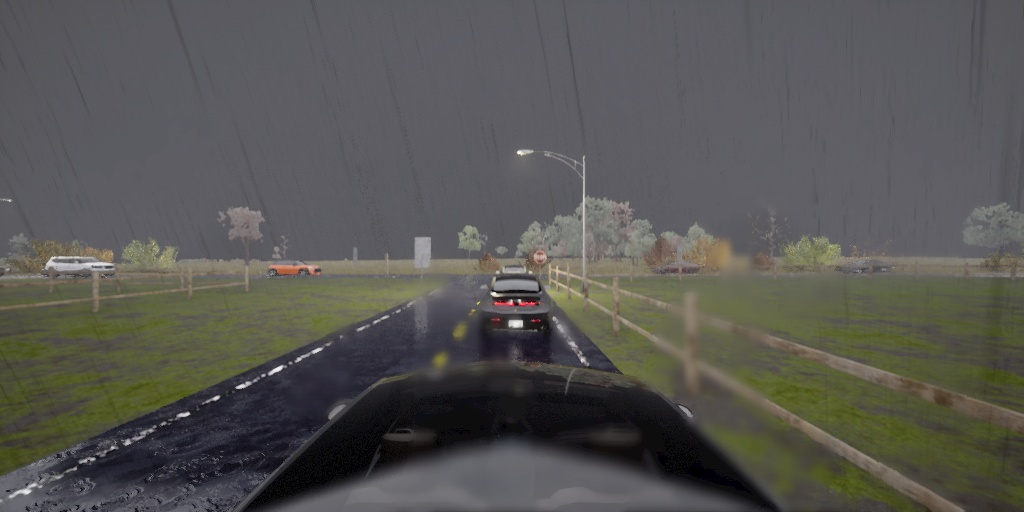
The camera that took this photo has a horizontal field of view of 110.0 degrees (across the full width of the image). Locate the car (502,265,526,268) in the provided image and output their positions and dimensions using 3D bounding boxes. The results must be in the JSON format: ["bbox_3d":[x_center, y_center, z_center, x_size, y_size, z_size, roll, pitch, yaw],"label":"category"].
[{"bbox_3d":[0.123,1.259,20.486,1.837,1.490,4.892,0,0,0],"label":"car"}]

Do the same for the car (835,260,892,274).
[{"bbox_3d":[36.834,1.186,37.651,4.892,1.490,1.837,0,0,1],"label":"car"}]

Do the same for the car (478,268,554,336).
[{"bbox_3d":[0.109,1.257,10.376,1.837,1.490,4.892,0,0,0],"label":"car"}]

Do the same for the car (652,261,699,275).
[{"bbox_3d":[17.222,1.237,37.848,4.674,1.442,1.812,0,0,1],"label":"car"}]

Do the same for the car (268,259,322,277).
[{"bbox_3d":[-21.250,1.165,35.255,4.553,1.767,2.097,0,0,1],"label":"car"}]

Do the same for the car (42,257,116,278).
[{"bbox_3d":[-42.512,1.097,35.474,5.566,2.045,2.150,0,0,1],"label":"car"}]
